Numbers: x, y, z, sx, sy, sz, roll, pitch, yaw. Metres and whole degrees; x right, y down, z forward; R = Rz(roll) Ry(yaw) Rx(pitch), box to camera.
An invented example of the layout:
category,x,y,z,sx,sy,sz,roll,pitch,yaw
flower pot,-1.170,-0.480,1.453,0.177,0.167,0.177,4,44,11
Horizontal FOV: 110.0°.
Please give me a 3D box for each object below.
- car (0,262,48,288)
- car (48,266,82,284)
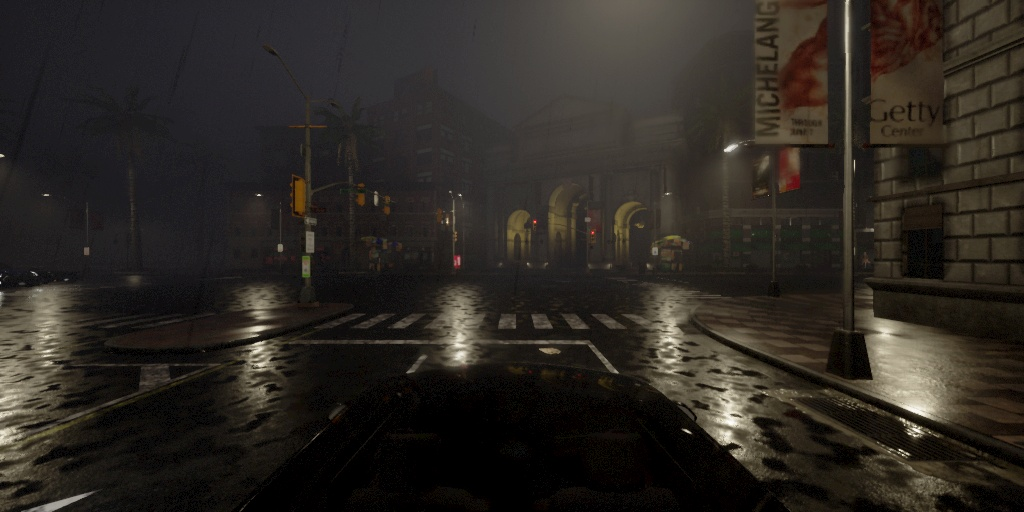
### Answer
category,x,y,z,sx,sy,sz,roll,pitch,yaw
car,-31.756,1.102,21.663,4.553,1.767,2.097,0,0,1
car,-33.504,1.351,25.209,4.718,1.301,1.895,0,0,1
